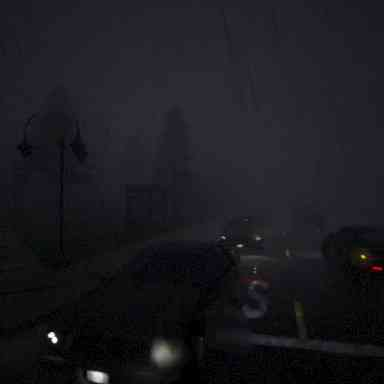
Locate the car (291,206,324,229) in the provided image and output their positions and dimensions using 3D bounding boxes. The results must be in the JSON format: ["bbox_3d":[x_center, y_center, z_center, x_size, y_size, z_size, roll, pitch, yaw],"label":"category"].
[{"bbox_3d":[8.592,1.884,24.614,1.882,1.535,5.008,0,-1,14],"label":"car"}]

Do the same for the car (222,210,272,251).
[{"bbox_3d":[2.619,1.817,15.951,2.033,1.411,5.357,0,-1,15],"label":"car"}]

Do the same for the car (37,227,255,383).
[{"bbox_3d":[-0.238,1.657,6.153,2.033,1.411,5.357,0,-1,17],"label":"car"}]

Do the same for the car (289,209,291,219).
[{"bbox_3d":[11.208,2.122,34.890,2.033,1.411,5.357,0,-1,14],"label":"car"}]

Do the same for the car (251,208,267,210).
[{"bbox_3d":[5.279,1.985,26.244,2.033,1.411,5.357,0,-1,15],"label":"car"}]

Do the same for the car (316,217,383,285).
[{"bbox_3d":[5.166,1.690,9.796,1.812,1.442,4.674,0,-1,10],"label":"car"}]
